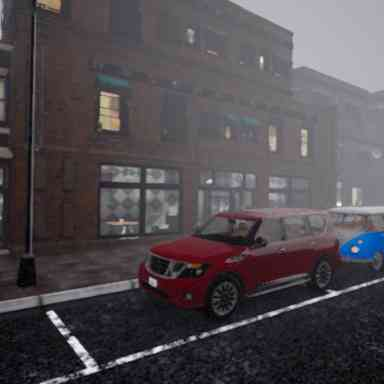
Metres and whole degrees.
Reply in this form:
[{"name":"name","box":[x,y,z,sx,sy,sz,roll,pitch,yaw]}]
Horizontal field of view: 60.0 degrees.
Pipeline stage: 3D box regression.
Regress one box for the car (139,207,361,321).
[{"name":"car","box":[1.346,1.323,7.497,5.009,1.841,2.192,0,1,-35]}]

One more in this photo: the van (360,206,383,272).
[{"name":"van","box":[5.747,1.357,10.639,3.998,1.788,1.690,0,1,-35]}]
